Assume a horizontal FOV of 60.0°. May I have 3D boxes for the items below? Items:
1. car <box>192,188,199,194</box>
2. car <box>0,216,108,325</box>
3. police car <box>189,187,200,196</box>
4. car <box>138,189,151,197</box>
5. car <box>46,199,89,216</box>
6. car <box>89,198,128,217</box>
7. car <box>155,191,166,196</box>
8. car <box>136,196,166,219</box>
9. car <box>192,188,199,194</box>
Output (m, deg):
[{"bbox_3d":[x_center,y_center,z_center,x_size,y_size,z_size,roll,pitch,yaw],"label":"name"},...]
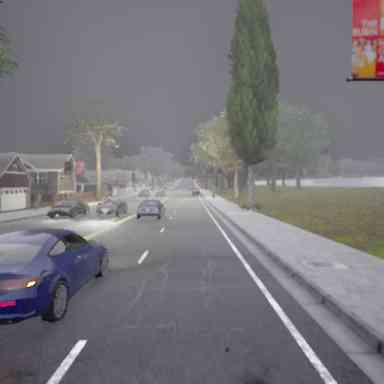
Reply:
[{"bbox_3d":[0.948,-0.213,86.426,1.837,1.490,4.892,0,2,0],"label":"car"},{"bbox_3d":[-3.151,1.486,6.991,1.812,1.442,4.674,0,0,0],"label":"car"},{"bbox_3d":[0.951,0.046,76.538,1.930,1.638,5.238,0,2,0],"label":"police car"},{"bbox_3d":[-9.772,0.242,68.345,2.097,1.767,4.553,0,2,0],"label":"car"},{"bbox_3d":[-9.857,1.303,26.983,2.033,1.411,5.357,0,1,0],"label":"car"},{"bbox_3d":[-6.605,1.240,27.729,2.128,1.511,4.902,0,1,0],"label":"car"},{"bbox_3d":[-6.522,0.426,68.945,1.994,1.385,4.181,0,2,0],"label":"car"},{"bbox_3d":[-3.159,1.312,26.167,2.033,1.411,5.357,0,1,0],"label":"car"},{"bbox_3d":[0.946,-0.407,92.424,1.837,1.490,4.892,0,2,0],"label":"car"}]
